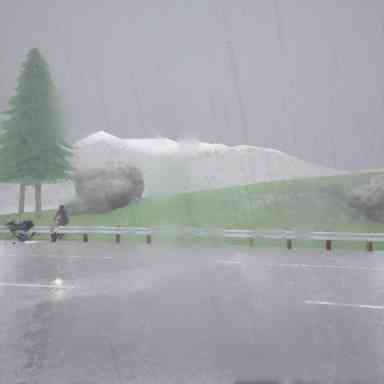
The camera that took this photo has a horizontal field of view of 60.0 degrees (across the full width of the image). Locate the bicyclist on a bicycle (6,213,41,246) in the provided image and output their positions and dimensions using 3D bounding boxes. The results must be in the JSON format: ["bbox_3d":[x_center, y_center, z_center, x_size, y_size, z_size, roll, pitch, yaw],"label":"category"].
[{"bbox_3d":[-7.363,1.727,14.587,0.582,1.656,1.620,-1,-1,32],"label":"bicyclist on a bicycle"}]

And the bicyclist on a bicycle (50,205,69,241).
[{"bbox_3d":[-5.979,1.423,15.136,0.582,1.620,1.656,4,-9,3],"label":"bicyclist on a bicycle"}]
